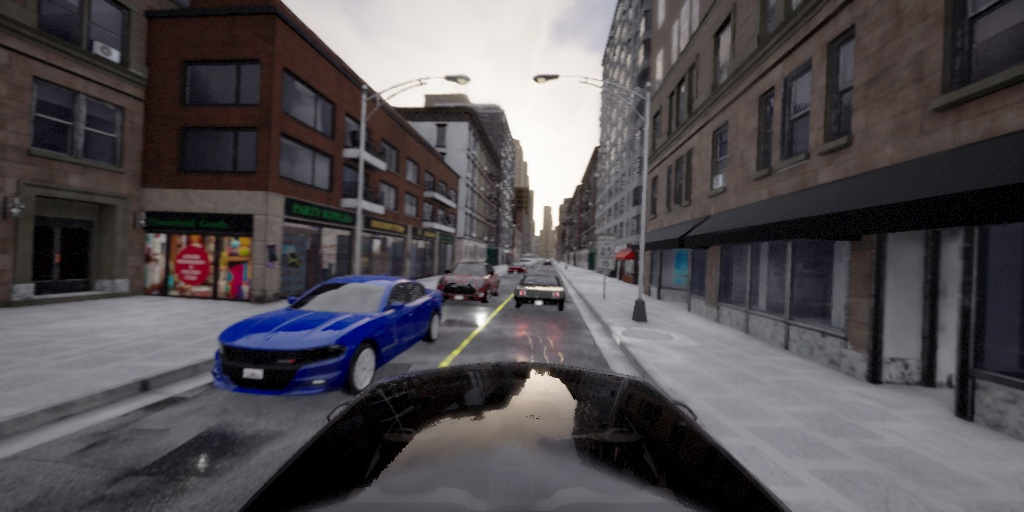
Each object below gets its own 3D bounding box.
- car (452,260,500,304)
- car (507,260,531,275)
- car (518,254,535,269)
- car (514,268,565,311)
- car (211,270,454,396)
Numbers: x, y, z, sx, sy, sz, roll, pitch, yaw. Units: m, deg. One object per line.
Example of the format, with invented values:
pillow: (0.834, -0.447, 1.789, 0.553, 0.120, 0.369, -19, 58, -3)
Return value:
car: (-1.797, 1.034, 15.988, 2.097, 1.767, 4.553, 2, 0, 6)
car: (0.630, 1.381, 38.800, 1.895, 1.301, 4.718, 2, 0, 6)
car: (2.191, 0.724, 53.407, 2.150, 2.045, 5.566, 2, 0, 6)
car: (1.213, 1.402, 15.103, 1.895, 1.301, 4.718, 2, 0, 6)
car: (-2.767, 1.116, 6.683, 1.882, 1.535, 5.008, 2, 0, 6)
